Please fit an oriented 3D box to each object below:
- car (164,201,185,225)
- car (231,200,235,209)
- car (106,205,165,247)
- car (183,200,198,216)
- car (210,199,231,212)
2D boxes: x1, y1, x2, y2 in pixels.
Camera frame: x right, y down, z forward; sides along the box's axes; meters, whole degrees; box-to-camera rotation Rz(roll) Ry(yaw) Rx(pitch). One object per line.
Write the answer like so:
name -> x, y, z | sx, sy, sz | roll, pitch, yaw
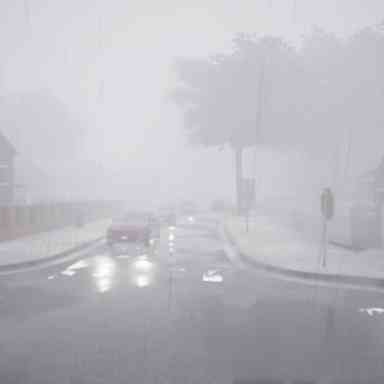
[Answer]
car -> -2.011, 1.775, 26.624 | 1.837, 1.490, 4.892 | 0, 0, 5
car -> 6.191, 1.972, 57.847 | 2.097, 1.767, 4.553 | 0, 0, 15
car -> -2.689, 1.640, 16.247 | 1.882, 1.535, 5.008 | 0, -1, 3
car -> -0.623, 1.752, 38.033 | 2.097, 1.767, 4.553 | 0, -1, 9
car -> 3.964, 1.880, 48.183 | 2.097, 1.767, 4.553 | 0, 0, 13
